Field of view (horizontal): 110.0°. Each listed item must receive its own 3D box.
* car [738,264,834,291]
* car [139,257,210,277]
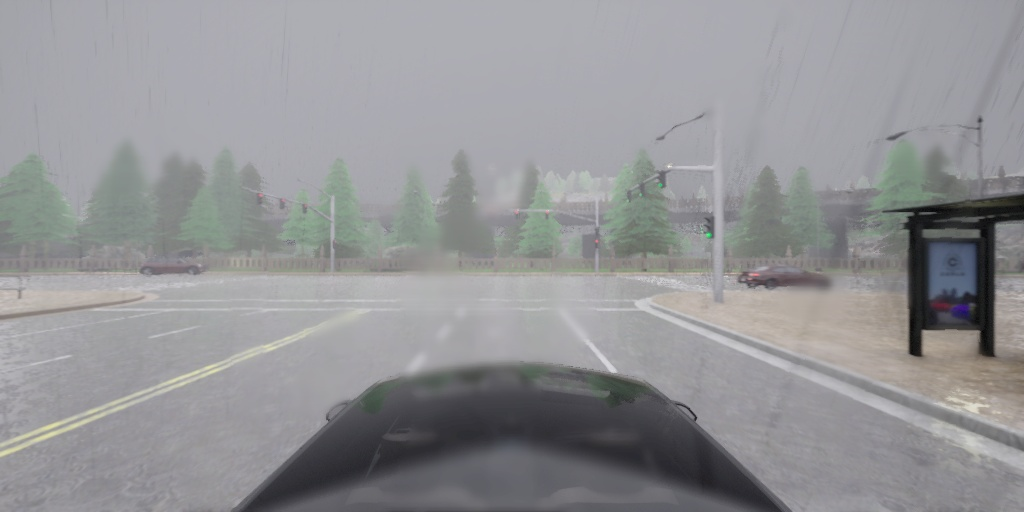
[{"bbox_3d":[15.464,1.213,20.392,4.674,1.442,1.812,1,0,1],"label":"car"},{"bbox_3d":[-30.701,0.888,32.819,4.553,1.767,2.097,-1,0,-26],"label":"car"}]
